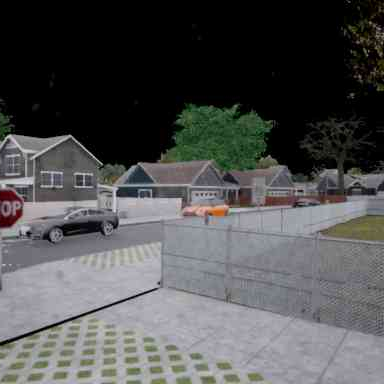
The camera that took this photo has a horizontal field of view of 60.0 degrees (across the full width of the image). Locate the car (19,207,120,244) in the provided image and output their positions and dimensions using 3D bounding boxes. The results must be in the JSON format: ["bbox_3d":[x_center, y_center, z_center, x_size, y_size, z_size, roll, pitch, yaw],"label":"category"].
[{"bbox_3d":[-5.758,1.479,16.162,2.128,1.511,4.902,0,0,35],"label":"car"}]

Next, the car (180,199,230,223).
[{"bbox_3d":[1.077,1.335,25.702,2.097,1.767,4.553,0,0,35],"label":"car"}]

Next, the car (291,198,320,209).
[{"bbox_3d":[14.801,1.526,43.032,2.033,1.411,5.357,0,0,44],"label":"car"}]
